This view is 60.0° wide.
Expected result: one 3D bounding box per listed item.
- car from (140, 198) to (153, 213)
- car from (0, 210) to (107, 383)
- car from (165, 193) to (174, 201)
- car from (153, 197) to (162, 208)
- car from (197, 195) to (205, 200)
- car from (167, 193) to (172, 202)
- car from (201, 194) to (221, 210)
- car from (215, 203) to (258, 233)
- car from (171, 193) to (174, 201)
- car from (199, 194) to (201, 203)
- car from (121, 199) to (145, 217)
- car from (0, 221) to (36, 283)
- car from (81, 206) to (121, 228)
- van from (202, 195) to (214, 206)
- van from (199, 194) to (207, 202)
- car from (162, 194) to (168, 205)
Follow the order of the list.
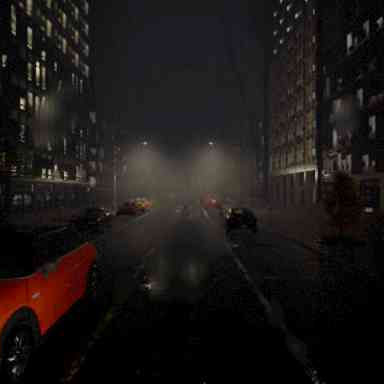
[{"bbox_3d":[-5.774,1.433,36.217,1.967,1.590,4.097,-1,0,0],"label":"car"},{"bbox_3d":[-3.009,1.352,5.211,2.097,1.767,4.553,0,0,0],"label":"car"},{"bbox_3d":[-5.885,1.284,87.370,2.192,1.841,5.009,-1,0,0],"label":"car"},{"bbox_3d":[-5.797,1.514,47.415,1.752,1.417,4.829,-1,0,0],"label":"car"},{"bbox_3d":[2.486,1.512,93.072,2.008,1.369,4.403,-1,0,0],"label":"car"},{"bbox_3d":[-5.846,1.529,70.319,2.008,1.369,4.403,-1,0,0],"label":"car"},{"bbox_3d":[2.593,1.300,41.919,2.192,1.841,5.009,-1,0,0],"label":"car"},{"bbox_3d":[2.644,1.544,19.184,2.008,1.369,4.403,-1,0,0],"label":"car"},{"bbox_3d":[-5.871,1.413,81.686,1.967,1.590,4.097,-1,0,0],"label":"car"},{"bbox_3d":[2.581,1.298,47.603,2.192,1.841,5.009,-1,0,0],"label":"car"},{"bbox_3d":[-5.760,1.576,30.533,1.802,1.307,4.206,-1,0,0],"label":"car"},{"bbox_3d":[-5.712,1.552,7.799,2.008,1.369,4.403,-1,0,0],"label":"car"},{"bbox_3d":[-5.736,1.549,19.166,2.008,1.369,4.403,-1,0,0],"label":"car"},{"bbox_3d":[2.569,1.322,53.286,1.690,1.788,3.998,-1,0,0],"label":"van"},{"bbox_3d":[2.520,1.311,76.020,1.690,1.788,3.998,-1,0,0],"label":"van"},{"bbox_3d":[-5.822,1.550,58.952,1.947,1.339,4.313,-1,0,0],"label":"car"}]
